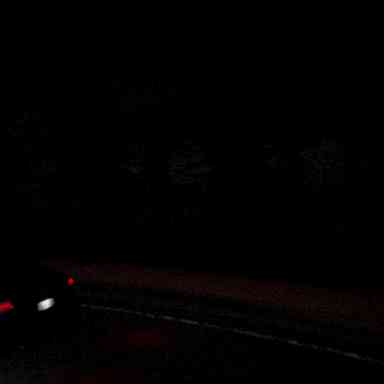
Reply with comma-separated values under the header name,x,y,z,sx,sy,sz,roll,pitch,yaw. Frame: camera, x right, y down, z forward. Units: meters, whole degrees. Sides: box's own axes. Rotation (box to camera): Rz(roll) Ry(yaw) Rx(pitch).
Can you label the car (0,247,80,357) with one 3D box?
name,x,y,z,sx,sy,sz,roll,pitch,yaw
car,-3.994,1.588,5.404,4.181,1.385,1.994,0,0,18
